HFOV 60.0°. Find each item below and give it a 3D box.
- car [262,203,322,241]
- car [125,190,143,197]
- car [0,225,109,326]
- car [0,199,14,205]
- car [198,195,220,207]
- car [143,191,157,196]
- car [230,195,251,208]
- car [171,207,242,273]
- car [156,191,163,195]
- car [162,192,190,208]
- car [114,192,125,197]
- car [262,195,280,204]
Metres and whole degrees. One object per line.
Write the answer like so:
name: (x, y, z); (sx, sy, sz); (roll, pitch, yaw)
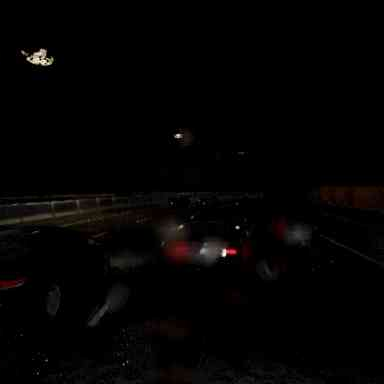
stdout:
car: (4.549, 1.422, 15.691); (1.895, 1.301, 4.718); (0, 1, 6)
car: (-10.688, 0.472, 66.789); (2.097, 1.767, 4.553); (1, 1, 23)
car: (-3.139, 1.425, 6.841); (1.812, 1.442, 4.674); (0, 1, 3)
car: (-15.416, 1.182, 25.383); (1.994, 1.385, 4.181); (0, 1, 9)
car: (1.992, 1.046, 38.908); (1.812, 1.442, 4.674); (0, 1, 16)
car: (-7.213, 0.495, 65.992); (2.097, 1.767, 4.553); (1, 1, 23)
car: (5.607, 1.063, 38.759); (1.812, 1.442, 4.674); (0, 1, 16)
car: (0.515, 1.420, 10.271); (2.033, 1.411, 5.357); (0, 1, 4)
car: (-4.208, 0.726, 64.121); (2.033, 1.411, 5.357); (1, 1, 23)
car: (-1.626, 1.031, 38.996); (1.812, 1.442, 4.674); (0, 1, 16)
car: (-14.090, 0.644, 67.749); (1.994, 1.385, 4.181); (1, 1, 23)
car: (9.216, 1.080, 38.617); (1.812, 1.442, 4.674); (0, 1, 17)
